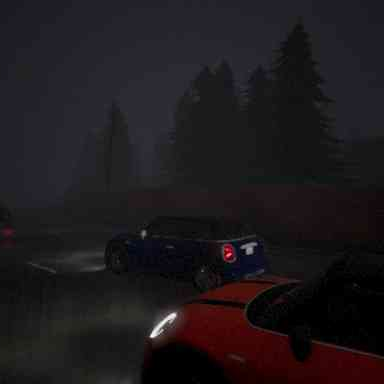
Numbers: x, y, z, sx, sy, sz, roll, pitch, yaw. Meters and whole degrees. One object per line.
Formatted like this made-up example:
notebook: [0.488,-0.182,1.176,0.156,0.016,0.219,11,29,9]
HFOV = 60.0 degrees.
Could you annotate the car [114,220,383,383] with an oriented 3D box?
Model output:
car: [1.701,1.363,2.940,4.553,1.767,2.097,0,0,35]

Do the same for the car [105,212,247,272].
car: [-0.324,1.366,8.957,4.553,1.767,2.097,0,0,39]

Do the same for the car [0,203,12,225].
car: [-13.795,1.489,22.903,2.128,1.511,4.902,0,0,-38]
